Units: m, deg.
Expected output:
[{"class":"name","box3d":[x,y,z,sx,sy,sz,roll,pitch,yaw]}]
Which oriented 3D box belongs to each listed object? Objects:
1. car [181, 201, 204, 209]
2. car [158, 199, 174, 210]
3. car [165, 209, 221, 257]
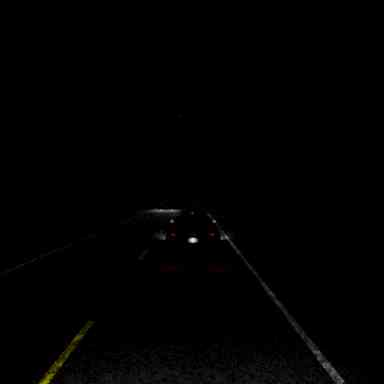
[{"class":"car","box3d":[0.053,1.560,29.176,1.882,1.535,5.008,0,0,0]},{"class":"car","box3d":[-3.554,1.705,46.740,1.812,1.442,4.674,0,-1,1]},{"class":"car","box3d":[0.046,1.583,13.115,1.994,1.385,4.181,0,0,0]}]
